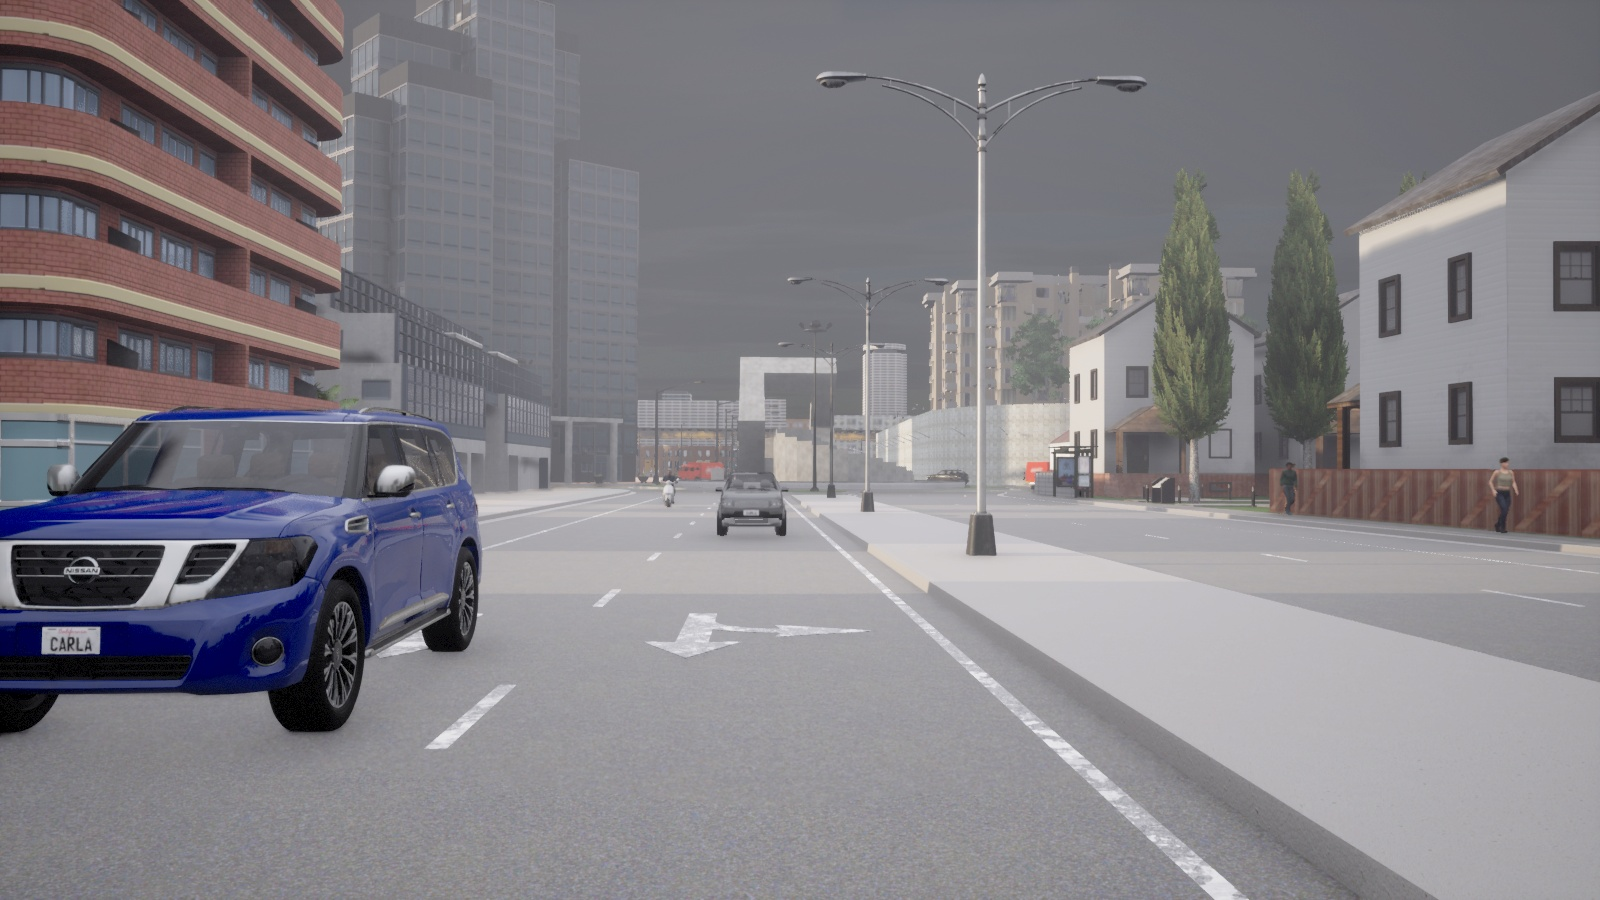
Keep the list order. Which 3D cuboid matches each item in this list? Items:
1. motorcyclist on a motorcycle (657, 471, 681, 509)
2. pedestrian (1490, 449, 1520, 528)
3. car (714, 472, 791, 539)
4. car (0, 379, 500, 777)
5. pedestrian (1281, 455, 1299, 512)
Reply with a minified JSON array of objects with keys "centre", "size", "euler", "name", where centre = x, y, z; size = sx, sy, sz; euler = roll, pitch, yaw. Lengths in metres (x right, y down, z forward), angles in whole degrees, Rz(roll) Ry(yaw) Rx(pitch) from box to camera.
[{"centre":[-5.512,1.676,52.911],"size":[0.866,1.590,1.817],"euler":[0,-1,-2],"name":"motorcyclist on a motorcycle"},{"centre":[16.569,0.898,29.506],"size":[0.345,1.836,0.594],"euler":[0,-1,-1],"name":"pedestrian"},{"centre":[-1.179,1.318,31.059],"size":[1.789,1.549,3.705],"euler":[0,-1,-2],"name":"car"},{"centre":[-3.854,0.704,9.265],"size":[2.150,2.045,5.566],"euler":[0,-1,-2],"name":"car"},{"centre":[16.205,1.101,41.539],"size":[0.353,1.847,0.614],"euler":[0,-1,-2],"name":"pedestrian"}]
